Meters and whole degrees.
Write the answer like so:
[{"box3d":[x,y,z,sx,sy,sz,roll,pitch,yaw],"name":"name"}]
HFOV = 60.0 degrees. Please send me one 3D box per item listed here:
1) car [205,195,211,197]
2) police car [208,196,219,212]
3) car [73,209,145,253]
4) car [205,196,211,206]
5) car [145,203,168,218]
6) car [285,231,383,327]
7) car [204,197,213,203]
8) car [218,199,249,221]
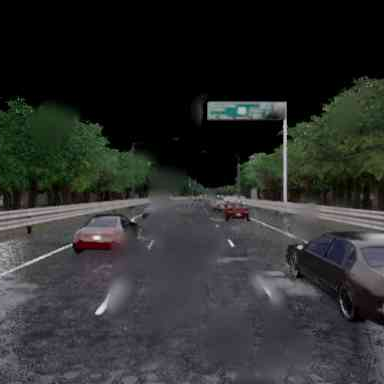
[{"box3d":[3.666,1.700,63.654,2.097,1.767,4.553,0,0,1],"name":"car"},{"box3d":[3.505,1.686,41.839,2.038,1.542,4.974,0,0,0],"name":"police car"},{"box3d":[-3.400,1.612,13.887,1.994,1.385,4.181,0,0,0],"name":"car"},{"box3d":[3.530,1.806,52.779,2.033,1.411,5.357,0,0,0],"name":"car"},{"box3d":[-3.396,1.684,31.302,1.994,1.385,4.181,0,0,0],"name":"car"},{"box3d":[3.599,1.572,7.183,2.033,1.411,5.357,0,0,0],"name":"car"},{"box3d":[4.302,2.077,85.513,2.163,1.488,4.792,0,-1,2],"name":"car"},{"box3d":[3.604,1.582,28.173,1.882,1.535,5.008,0,0,0],"name":"car"}]
